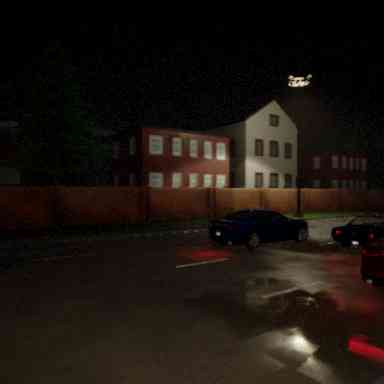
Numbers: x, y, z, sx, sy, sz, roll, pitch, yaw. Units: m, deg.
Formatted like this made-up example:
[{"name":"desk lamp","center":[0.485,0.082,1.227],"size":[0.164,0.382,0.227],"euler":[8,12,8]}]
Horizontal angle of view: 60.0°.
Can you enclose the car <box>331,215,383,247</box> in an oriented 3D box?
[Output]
[{"name":"car","center":[7.870,1.612,13.665],"size":[4.718,1.301,1.895],"euler":[0,0,-36]}]

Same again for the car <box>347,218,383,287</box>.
[{"name":"car","center":[6.102,1.485,8.102],"size":[5.008,1.535,1.882],"euler":[0,0,-36]}]

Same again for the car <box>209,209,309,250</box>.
[{"name":"car","center":[3.041,1.485,14.516],"size":[5.008,1.535,1.882],"euler":[0,0,-36]}]
